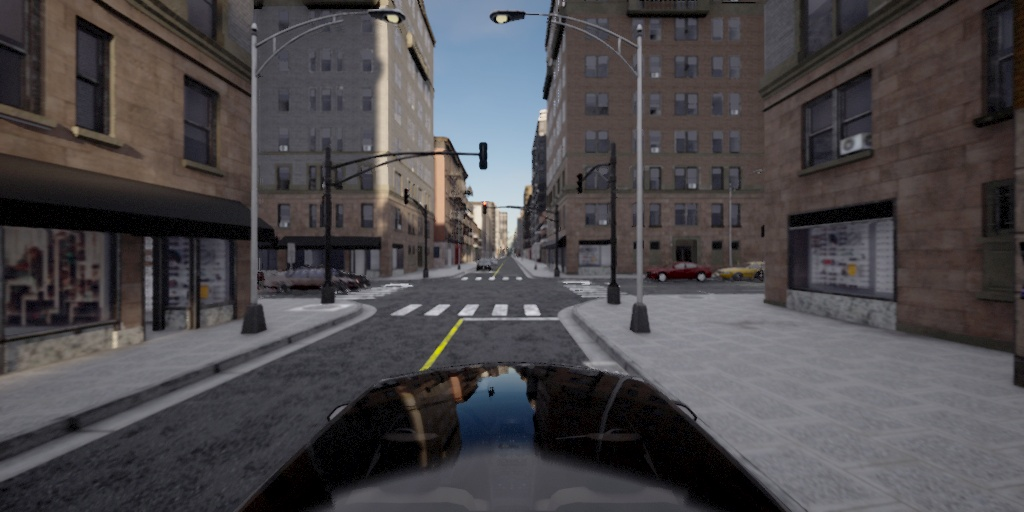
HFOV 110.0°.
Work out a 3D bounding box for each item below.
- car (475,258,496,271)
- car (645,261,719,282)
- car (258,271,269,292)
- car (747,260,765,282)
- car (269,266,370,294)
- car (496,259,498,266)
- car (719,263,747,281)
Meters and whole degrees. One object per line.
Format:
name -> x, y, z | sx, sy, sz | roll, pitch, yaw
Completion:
car -> -3.316, 1.070, 43.862 | 1.837, 1.490, 4.892 | 0, 0, 0
car -> 12.012, 1.088, 26.001 | 4.507, 1.381, 1.888 | 0, 0, 0
car -> -14.738, 1.395, 17.518 | 4.207, 1.307, 1.802 | 0, 0, 0
car -> 18.158, 1.044, 23.234 | 4.181, 1.385, 1.994 | -1, 0, 0
car -> -10.924, 1.324, 20.181 | 5.357, 1.411, 2.033 | -1, 0, 0
car -> -3.371, 1.072, 59.918 | 1.895, 1.301, 4.718 | 0, 0, 0
car -> 17.335, 1.013, 25.993 | 4.829, 1.417, 1.751 | 0, 0, 0
